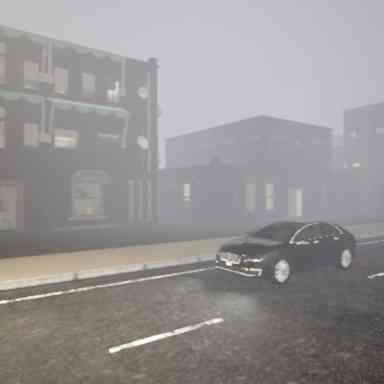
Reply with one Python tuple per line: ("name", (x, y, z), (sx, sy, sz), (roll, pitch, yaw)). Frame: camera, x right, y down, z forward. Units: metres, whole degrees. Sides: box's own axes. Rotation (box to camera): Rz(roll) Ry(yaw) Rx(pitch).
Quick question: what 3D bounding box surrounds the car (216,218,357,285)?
("car", (2.899, 1.557, 9.727), (4.892, 1.490, 1.837), (0, 0, -35))
